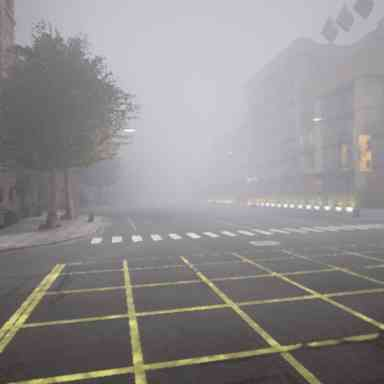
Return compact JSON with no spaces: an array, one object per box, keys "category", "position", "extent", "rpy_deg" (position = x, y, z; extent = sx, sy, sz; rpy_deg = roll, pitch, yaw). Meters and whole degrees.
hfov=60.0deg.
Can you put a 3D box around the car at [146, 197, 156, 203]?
[{"category":"car","position":[-11.260,2.244,94.207],"extent":[1.882,1.535,5.008],"rpy_deg":[-1,0,-13]}]

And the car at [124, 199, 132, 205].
[{"category":"car","position":[-16.821,2.517,87.153],"extent":[2.128,1.511,4.902],"rpy_deg":[-1,0,-13]}]

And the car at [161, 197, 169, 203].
[{"category":"car","position":[-7.848,2.219,94.991],"extent":[2.128,1.511,4.902],"rpy_deg":[-1,0,-13]}]
